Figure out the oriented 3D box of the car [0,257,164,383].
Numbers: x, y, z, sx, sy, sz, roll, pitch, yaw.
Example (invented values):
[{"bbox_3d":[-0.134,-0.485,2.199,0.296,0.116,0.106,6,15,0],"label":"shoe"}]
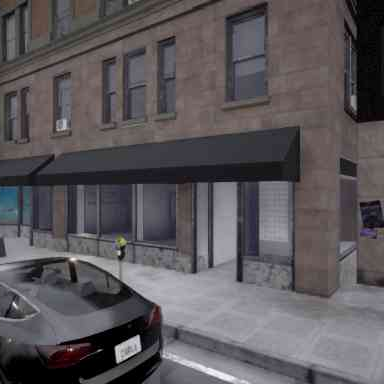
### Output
[{"bbox_3d":[-2.314,1.566,4.451,4.313,1.339,1.947,0,0,35],"label":"car"}]
